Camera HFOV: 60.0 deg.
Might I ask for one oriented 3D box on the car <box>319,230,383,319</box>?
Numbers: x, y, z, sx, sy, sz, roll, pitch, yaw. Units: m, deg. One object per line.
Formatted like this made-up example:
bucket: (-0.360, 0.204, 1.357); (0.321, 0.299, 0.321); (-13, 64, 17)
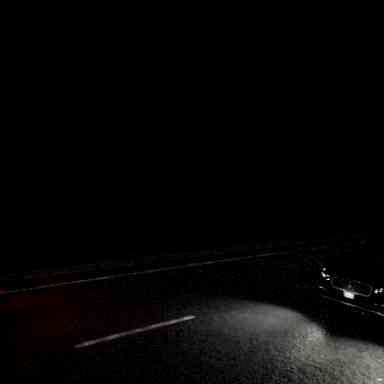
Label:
car: (4.732, 1.501, 6.925); (4.892, 1.490, 1.837); (0, 0, -32)

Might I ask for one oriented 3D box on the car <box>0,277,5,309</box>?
car: (-5.199, 1.511, 4.465); (4.674, 1.442, 1.812); (0, 0, -35)
